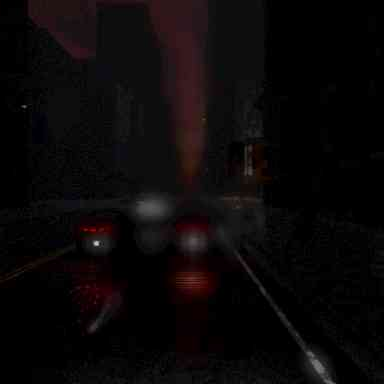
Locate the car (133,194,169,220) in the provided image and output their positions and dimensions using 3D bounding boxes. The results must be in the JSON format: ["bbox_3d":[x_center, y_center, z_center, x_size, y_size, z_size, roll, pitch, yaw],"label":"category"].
[{"bbox_3d":[-3.188,1.198,28.028,2.150,2.045,5.566,0,0,0],"label":"car"}]

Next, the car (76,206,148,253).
[{"bbox_3d":[-3.185,1.491,13.560,1.837,1.490,4.892,0,-1,0],"label":"car"}]

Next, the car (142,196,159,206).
[{"bbox_3d":[-6.571,1.431,53.367,2.128,1.511,4.902,0,0,0],"label":"car"}]

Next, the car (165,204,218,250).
[{"bbox_3d":[0.069,1.494,14.263,1.837,1.490,4.892,0,0,0],"label":"car"}]

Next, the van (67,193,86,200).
[{"bbox_3d":[-30.553,1.173,86.739,3.998,1.788,1.690,0,1,0],"label":"van"}]

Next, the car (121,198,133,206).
[{"bbox_3d":[-9.824,1.542,51.970,1.895,1.301,4.718,0,0,0],"label":"car"}]

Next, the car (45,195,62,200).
[{"bbox_3d":[-36.203,1.384,86.746,4.206,1.307,1.802,0,1,0],"label":"car"}]

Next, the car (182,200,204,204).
[{"bbox_3d":[0.074,1.449,30.641,1.882,1.535,5.008,0,0,0],"label":"car"}]
